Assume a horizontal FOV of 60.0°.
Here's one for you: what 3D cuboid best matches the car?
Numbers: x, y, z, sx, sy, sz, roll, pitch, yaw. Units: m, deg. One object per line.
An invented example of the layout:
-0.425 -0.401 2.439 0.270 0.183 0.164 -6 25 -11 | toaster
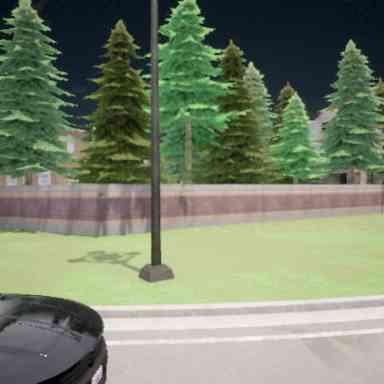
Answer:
-3.390 1.489 3.314 5.008 1.535 1.882 0 1 4 | car
